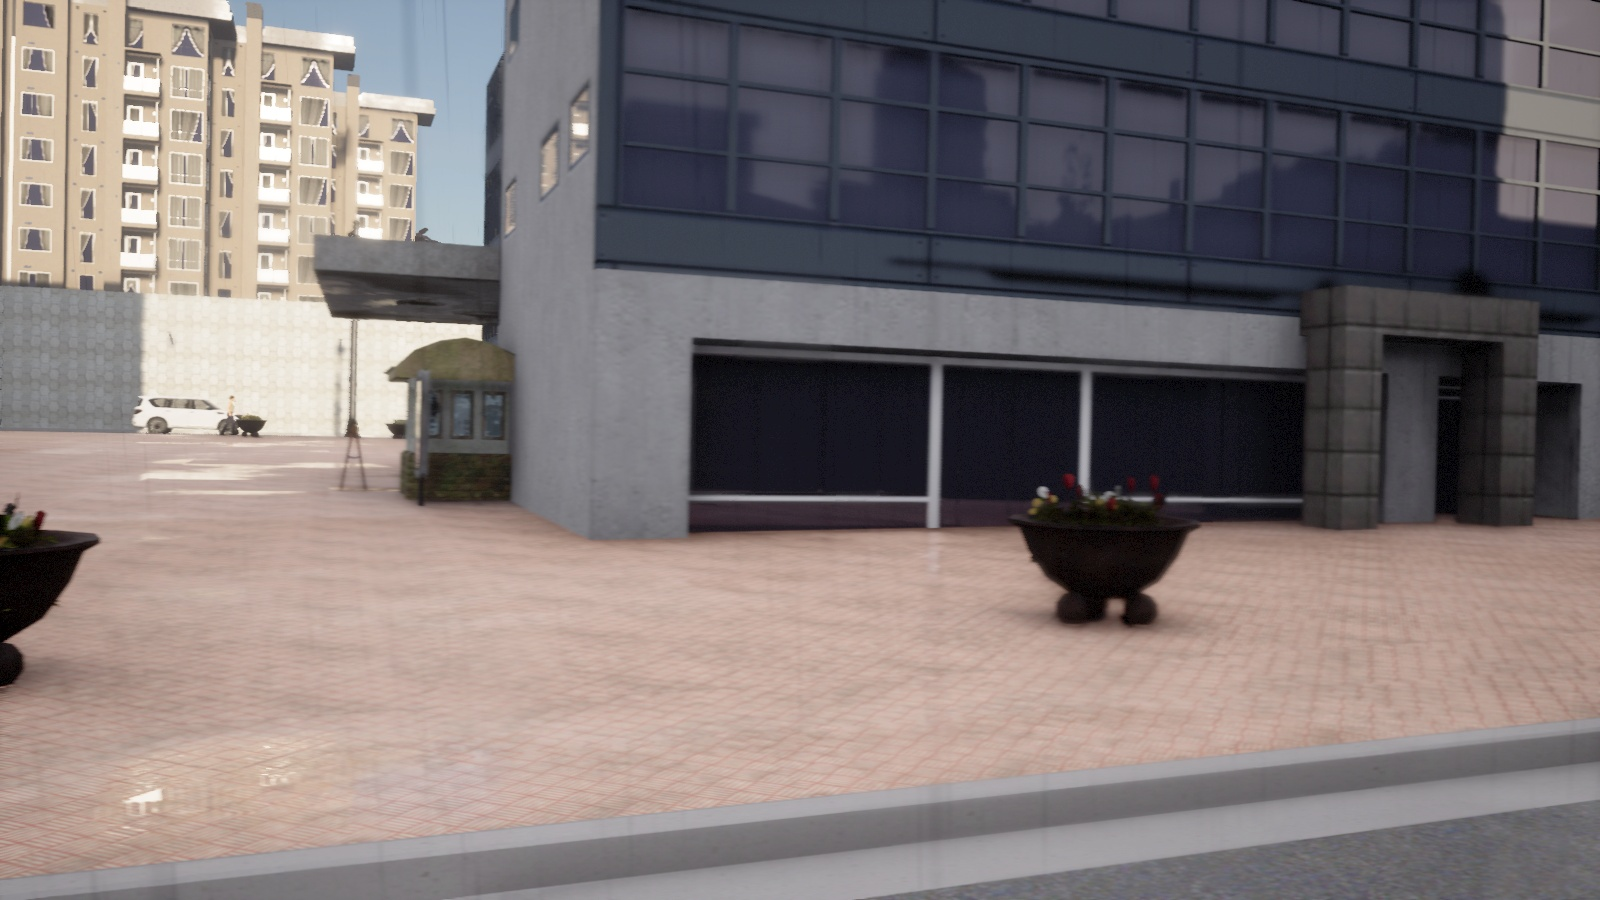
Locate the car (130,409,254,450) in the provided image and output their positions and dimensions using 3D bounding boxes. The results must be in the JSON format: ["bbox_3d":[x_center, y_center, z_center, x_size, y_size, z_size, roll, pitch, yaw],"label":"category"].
[{"bbox_3d":[-31.334,-1.060,64.914,5.566,2.045,2.150,0,1,-19],"label":"car"}]

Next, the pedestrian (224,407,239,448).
[{"bbox_3d":[-25.799,-1.021,56.998,0.594,1.836,0.345,0,1,-24],"label":"pedestrian"}]
